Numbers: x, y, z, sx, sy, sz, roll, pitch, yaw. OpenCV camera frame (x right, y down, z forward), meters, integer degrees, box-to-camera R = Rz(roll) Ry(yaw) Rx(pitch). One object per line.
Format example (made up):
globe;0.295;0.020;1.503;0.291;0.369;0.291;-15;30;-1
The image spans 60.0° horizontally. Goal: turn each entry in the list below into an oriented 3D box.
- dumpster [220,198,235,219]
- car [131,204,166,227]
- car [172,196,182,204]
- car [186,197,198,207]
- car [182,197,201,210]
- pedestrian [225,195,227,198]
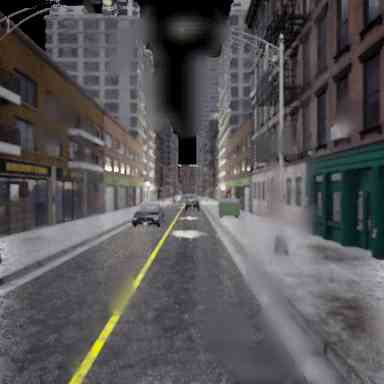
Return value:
dumpster;3.022;1.393;28.362;1.020;1.700;1.940;0;0;0
car;-2.845;1.544;22.857;2.033;1.411;5.357;0;0;0
car;-2.757;1.538;64.142;2.128;1.511;4.902;0;0;0
car;0.011;1.519;52.145;1.837;1.490;4.892;0;0;0
car;0.054;1.508;42.636;1.837;1.490;4.892;0;0;1
pedestrian;3.016;1.140;29.364;0.375;1.860;0.375;-1;1;-14
